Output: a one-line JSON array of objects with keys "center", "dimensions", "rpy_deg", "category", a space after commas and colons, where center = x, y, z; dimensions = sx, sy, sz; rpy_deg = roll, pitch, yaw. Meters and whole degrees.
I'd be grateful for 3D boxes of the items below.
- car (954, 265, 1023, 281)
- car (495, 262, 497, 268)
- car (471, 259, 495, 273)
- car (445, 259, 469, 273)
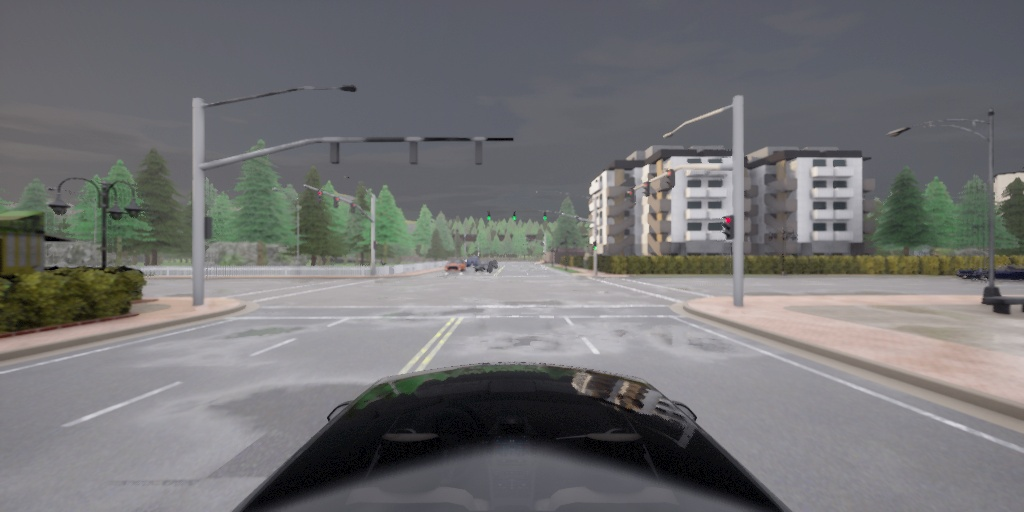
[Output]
[{"center": [38.924, 1.372, 28.493], "dimensions": [4.718, 1.301, 1.895], "rpy_deg": [0, 0, 17], "category": "car"}, {"center": [-3.528, 1.350, 61.505], "dimensions": [2.033, 1.411, 5.357], "rpy_deg": [0, 0, 1], "category": "car"}, {"center": [-3.582, 1.353, 45.161], "dimensions": [1.994, 1.385, 4.181], "rpy_deg": [0, 0, 0], "category": "car"}, {"center": [-7.082, 1.144, 45.235], "dimensions": [2.097, 1.767, 4.553], "rpy_deg": [0, 0, 0], "category": "car"}]
